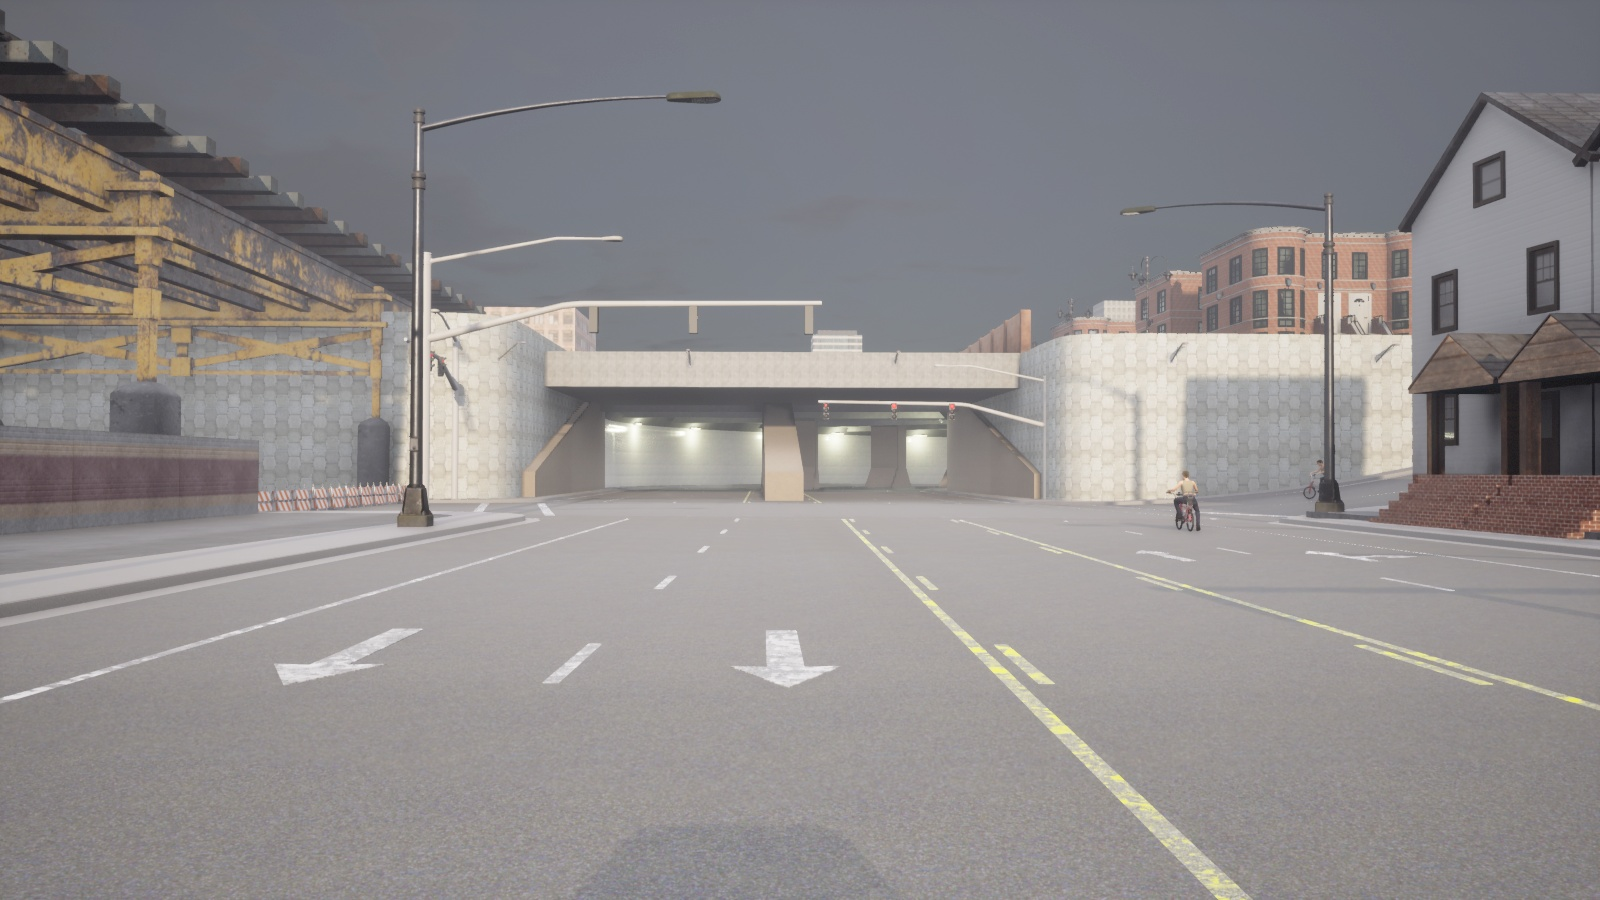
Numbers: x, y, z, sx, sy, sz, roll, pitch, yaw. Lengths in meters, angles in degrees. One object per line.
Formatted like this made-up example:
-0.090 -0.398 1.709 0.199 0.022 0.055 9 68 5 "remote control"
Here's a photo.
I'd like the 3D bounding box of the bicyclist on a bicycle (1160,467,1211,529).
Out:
10.309 1.273 33.622 0.866 1.612 1.509 0 -1 0 "bicyclist on a bicycle"
